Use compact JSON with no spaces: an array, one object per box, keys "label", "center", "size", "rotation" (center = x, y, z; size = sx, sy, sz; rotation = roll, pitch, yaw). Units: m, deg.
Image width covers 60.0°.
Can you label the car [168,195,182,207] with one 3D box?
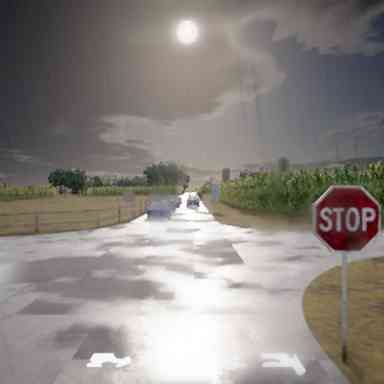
[{"label":"car","center":[-2.799,1.291,47.213],"size":[2.097,1.767,4.553],"rotation":[0,0,0]}]

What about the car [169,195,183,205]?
[{"label":"car","center":[-2.750,1.370,57.481],"size":[2.128,1.511,4.902],"rotation":[0,0,1]}]

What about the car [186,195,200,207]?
[{"label":"car","center":[0.138,1.451,49.784],"size":[1.812,1.442,4.674],"rotation":[0,0,0]}]

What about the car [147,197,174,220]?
[{"label":"car","center":[-2.781,1.484,28.914],"size":[1.882,1.535,5.008],"rotation":[0,0,-2]}]

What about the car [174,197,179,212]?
[{"label":"car","center":[-2.818,1.578,38.227],"size":[1.895,1.301,4.718],"rotation":[0,0,0]}]

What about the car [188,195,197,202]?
[{"label":"car","center":[0.129,1.365,71.458],"size":[1.895,1.301,4.718],"rotation":[0,1,0]}]
